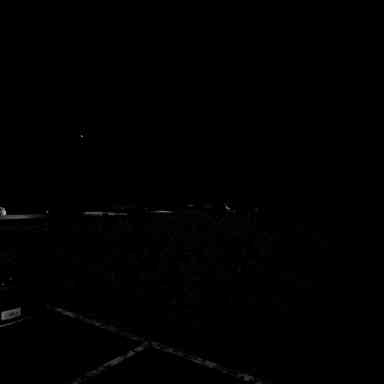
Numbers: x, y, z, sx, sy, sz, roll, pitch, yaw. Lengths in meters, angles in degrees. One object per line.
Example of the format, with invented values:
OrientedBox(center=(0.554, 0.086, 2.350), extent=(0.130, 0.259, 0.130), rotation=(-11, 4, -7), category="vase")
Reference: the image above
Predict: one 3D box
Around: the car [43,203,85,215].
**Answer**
OrientedBox(center=(-16.023, 2.106, 41.907), extent=(1.895, 1.301, 4.718), rotation=(0, -1, 36), category="car")

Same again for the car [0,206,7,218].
OrientedBox(center=(-19.880, 1.817, 31.031), extent=(1.812, 1.442, 4.674), rotation=(0, -1, 36), category="car")

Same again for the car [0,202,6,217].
OrientedBox(center=(-21.908, 1.822, 33.802), extent=(1.837, 1.490, 4.892), rotation=(0, -1, 36), category="car")

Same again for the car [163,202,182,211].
OrientedBox(center=(-2.440, 2.400, 55.008), extent=(2.033, 1.411, 5.357), rotation=(0, -1, 36), category="car")

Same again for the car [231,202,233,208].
OrientedBox(center=(7.037, 2.559, 62.440), extent=(2.128, 1.511, 4.902), rotation=(0, -1, 36), category="car")

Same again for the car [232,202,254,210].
OrientedBox(center=(9.667, 2.624, 60.530), extent=(1.994, 1.385, 4.181), rotation=(0, -1, 36), category="car")

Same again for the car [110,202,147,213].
OrientedBox(center=(-8.554, 2.133, 46.649), extent=(1.882, 1.535, 5.008), rotation=(0, -1, 36), category="car")

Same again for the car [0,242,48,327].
OrientedBox(center=(-4.410, 1.551, 6.153), extent=(4.403, 1.369, 2.008), rotation=(0, 0, 36), category="car")

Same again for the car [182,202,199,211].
OrientedBox(center=(1.152, 2.366, 54.249), extent=(2.128, 1.511, 4.902), rotation=(0, -1, 37), category="car")

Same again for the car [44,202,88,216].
OrientedBox(center=(-14.457, 1.956, 38.534), extent=(2.128, 1.511, 4.902), rotation=(0, -1, 36), category="car")

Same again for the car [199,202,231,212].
OrientedBox(center=(3.627, 2.367, 52.123), extent=(1.837, 1.490, 4.892), rotation=(0, -1, 36), category="car")
